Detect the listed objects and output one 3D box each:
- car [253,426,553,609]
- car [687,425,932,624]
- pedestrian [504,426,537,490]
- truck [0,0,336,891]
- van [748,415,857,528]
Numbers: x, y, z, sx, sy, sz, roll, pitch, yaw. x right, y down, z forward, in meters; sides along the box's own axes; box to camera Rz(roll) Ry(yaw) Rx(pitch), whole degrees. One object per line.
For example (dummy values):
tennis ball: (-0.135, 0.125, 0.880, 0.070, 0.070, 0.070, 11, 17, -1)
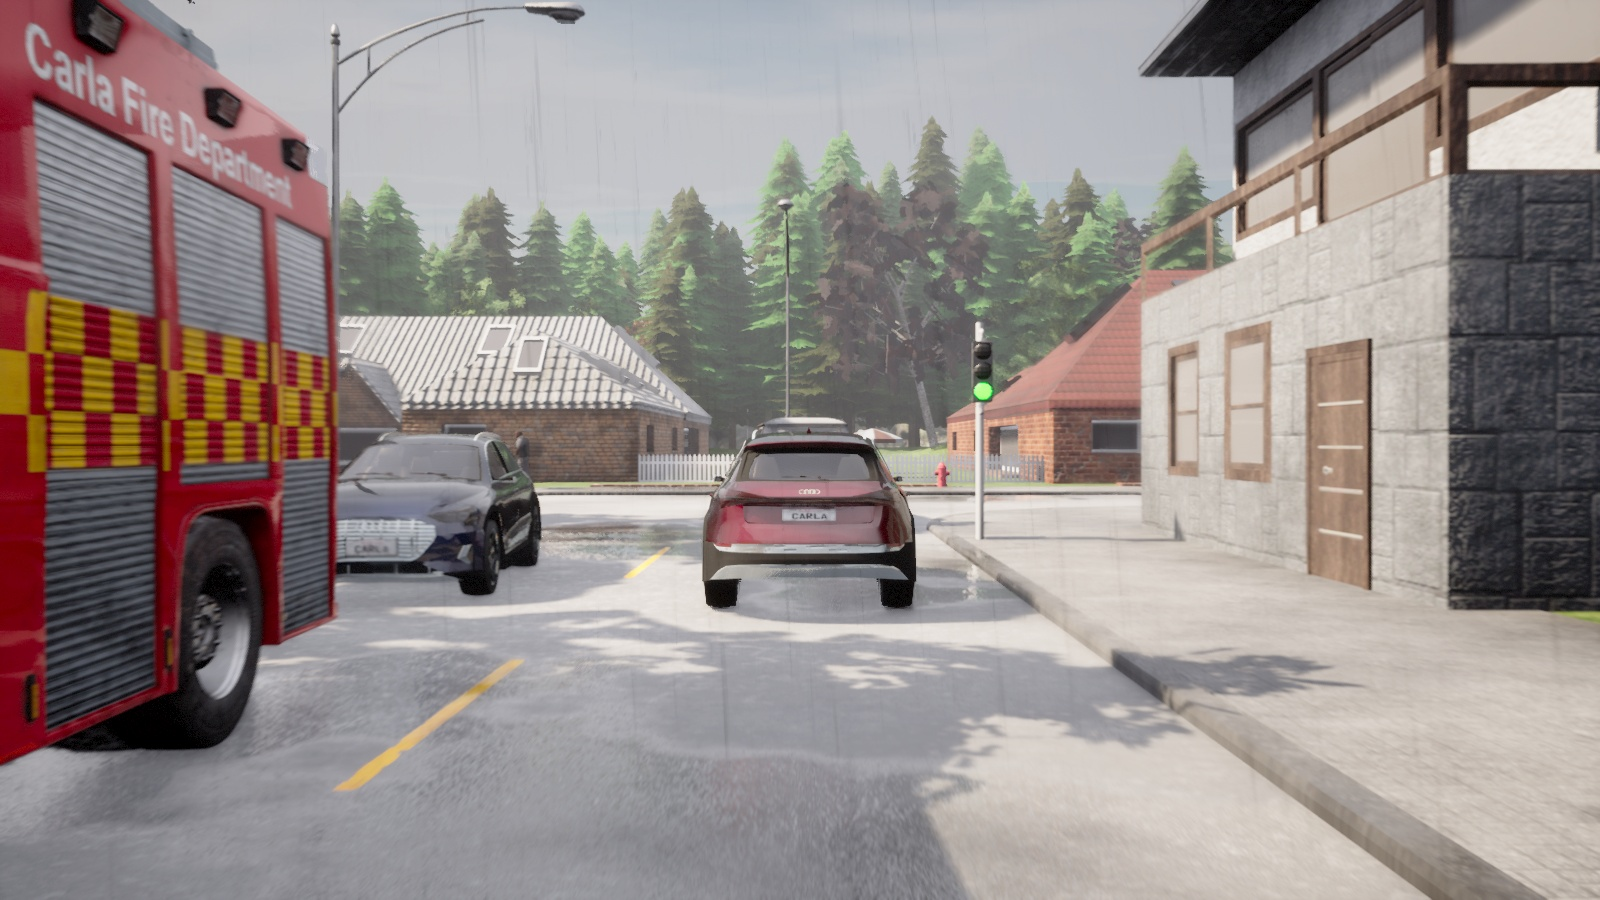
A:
car: (-4.061, 0.597, 13.777, 2.033, 1.649, 4.856, 0, 0, -4)
car: (0.089, 0.605, 12.845, 2.033, 1.649, 4.856, 0, 0, 0)
pedestrian: (-8.402, 0.239, 37.775, 0.849, 1.883, 0.563, 0, 0, 0)
truck: (-4.072, -0.440, 3.377, 2.891, 3.827, 8.468, 0, 0, -3)
van: (-0.047, 0.363, 24.400, 1.775, 1.987, 4.442, 0, 0, -4)
